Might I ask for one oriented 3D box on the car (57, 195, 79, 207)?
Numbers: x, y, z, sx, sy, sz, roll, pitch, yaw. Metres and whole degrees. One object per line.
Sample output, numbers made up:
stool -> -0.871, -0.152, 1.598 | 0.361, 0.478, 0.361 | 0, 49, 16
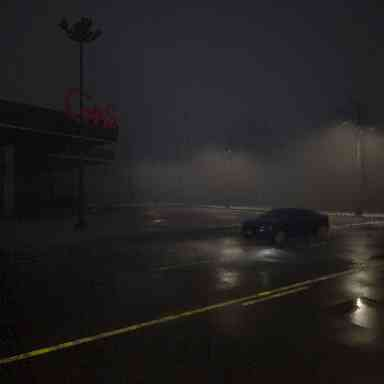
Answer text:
car -> -17.819, 1.295, 47.573 | 2.242, 1.667, 4.611 | 0, 0, -35

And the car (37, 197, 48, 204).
car -> -30.111, 1.524, 63.693 | 4.674, 1.442, 1.812 | 0, 0, -37

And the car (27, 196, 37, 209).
car -> -22.029, 1.456, 43.590 | 1.970, 1.475, 3.806 | 0, 0, -35

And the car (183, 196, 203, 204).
car -> 0.210, 1.477, 64.980 | 1.882, 1.535, 5.008 | 0, 0, -36

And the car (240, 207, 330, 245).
car -> 4.502, 1.477, 15.835 | 5.008, 1.535, 1.882 | 0, 0, -36

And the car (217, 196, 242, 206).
car -> 6.315, 1.505, 56.531 | 1.837, 1.490, 4.892 | 0, 0, -36
